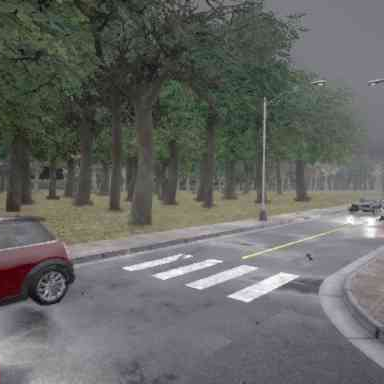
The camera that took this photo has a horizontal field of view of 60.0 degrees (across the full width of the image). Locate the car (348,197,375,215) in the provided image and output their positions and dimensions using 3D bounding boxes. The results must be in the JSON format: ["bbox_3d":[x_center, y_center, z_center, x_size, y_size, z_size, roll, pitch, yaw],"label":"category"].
[{"bbox_3d":[14.174,1.078,26.777,1.895,1.301,4.718,1,2,42],"label":"car"}]

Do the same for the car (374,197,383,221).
[{"bbox_3d":[13.757,1.111,21.872,1.812,1.442,4.674,1,2,42],"label":"car"}]

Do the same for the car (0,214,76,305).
[{"bbox_3d":[-4.499,1.280,5.788,2.097,1.767,4.553,1,2,42],"label":"car"}]

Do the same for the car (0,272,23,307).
[{"bbox_3d":[-3.741,1.569,2.214,1.994,1.385,4.181,1,2,42],"label":"car"}]
